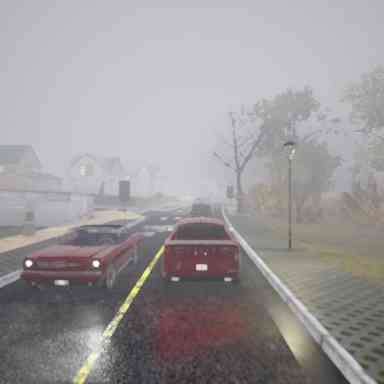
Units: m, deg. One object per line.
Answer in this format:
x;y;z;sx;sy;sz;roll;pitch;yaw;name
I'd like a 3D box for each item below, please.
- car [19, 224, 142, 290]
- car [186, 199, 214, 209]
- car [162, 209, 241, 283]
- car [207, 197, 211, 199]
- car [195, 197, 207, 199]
-2.708;1.605;9.211;1.895;1.301;4.718;0;0;1;car
0.631;1.542;25.205;1.837;1.490;4.892;0;0;-1;car
0.263;1.482;9.693;1.882;1.535;5.008;0;0;1;car
3.430;1.834;76.793;1.882;1.535;5.008;0;-1;8;car
1.241;1.741;61.629;1.812;1.442;4.674;0;-1;8;car
